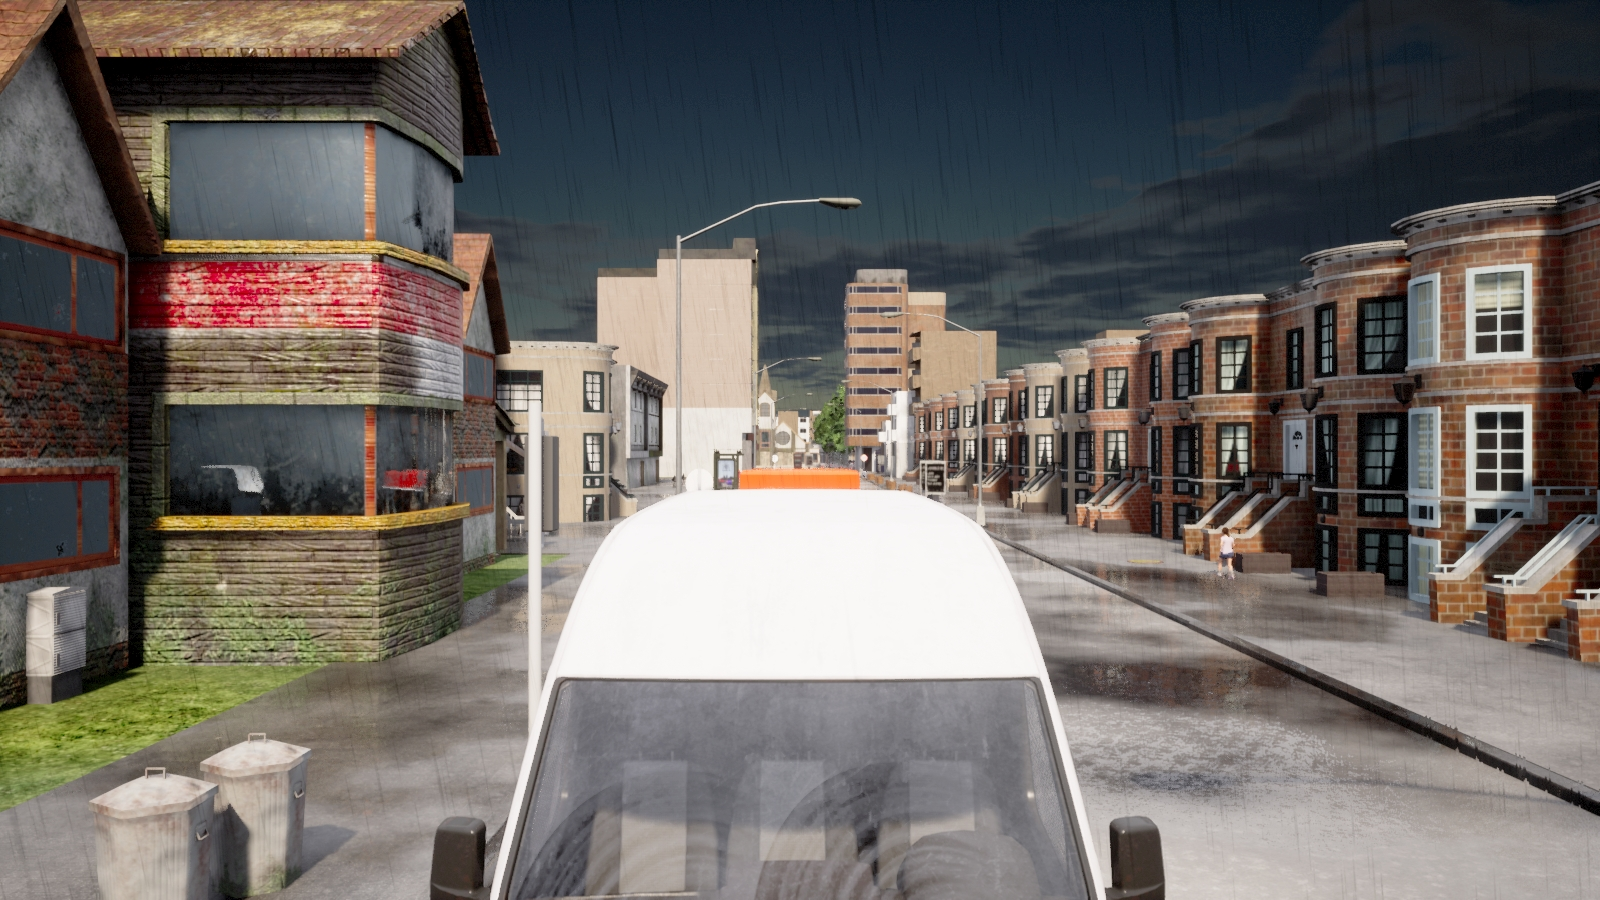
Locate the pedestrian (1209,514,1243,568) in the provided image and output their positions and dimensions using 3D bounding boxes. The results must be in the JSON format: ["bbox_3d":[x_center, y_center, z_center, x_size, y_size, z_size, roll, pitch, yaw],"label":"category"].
[{"bbox_3d":[8.959,1.904,24.025,0.500,1.100,0.500,0,0,-5],"label":"pedestrian"}]

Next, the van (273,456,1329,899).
[{"bbox_3d":[-0.003,1.315,5.109,1.988,2.561,5.915,0,0,0],"label":"van"}]
